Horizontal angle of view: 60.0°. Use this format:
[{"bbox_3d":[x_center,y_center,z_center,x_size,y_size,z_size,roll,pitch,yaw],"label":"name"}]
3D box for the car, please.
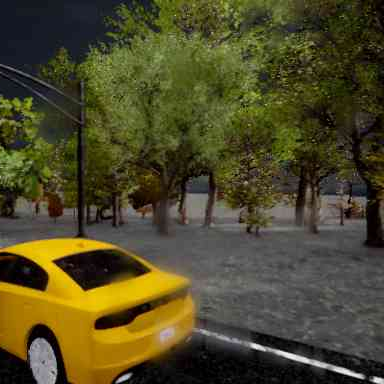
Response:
[{"bbox_3d":[-2.308,1.508,5.350,5.008,1.535,1.882,0,0,35],"label":"car"}]
